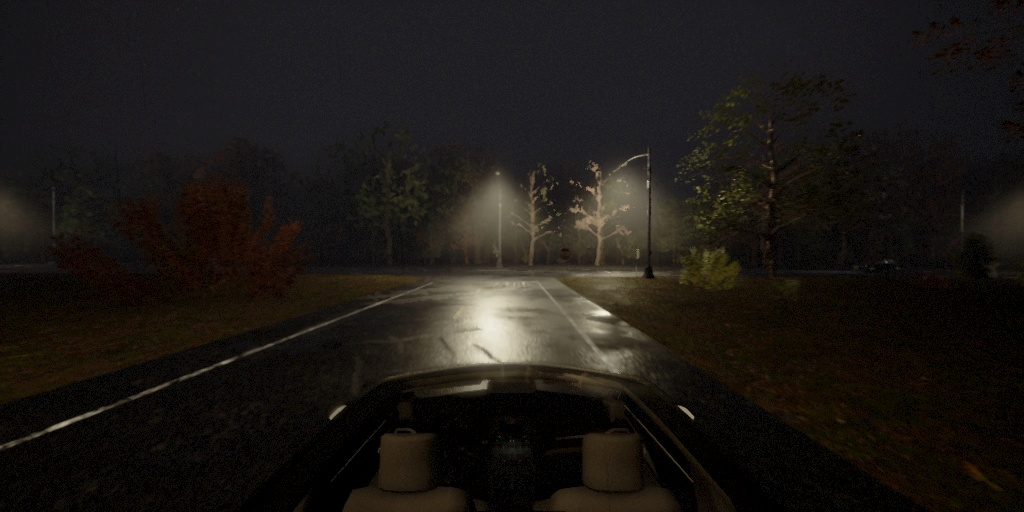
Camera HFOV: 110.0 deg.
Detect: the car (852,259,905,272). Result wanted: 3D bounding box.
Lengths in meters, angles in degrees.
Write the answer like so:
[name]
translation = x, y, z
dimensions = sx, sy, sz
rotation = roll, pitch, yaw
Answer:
[car]
translation = 41.682, 1.113, 40.899
dimensions = 4.902, 1.511, 2.128
rotation = -1, 1, 0
